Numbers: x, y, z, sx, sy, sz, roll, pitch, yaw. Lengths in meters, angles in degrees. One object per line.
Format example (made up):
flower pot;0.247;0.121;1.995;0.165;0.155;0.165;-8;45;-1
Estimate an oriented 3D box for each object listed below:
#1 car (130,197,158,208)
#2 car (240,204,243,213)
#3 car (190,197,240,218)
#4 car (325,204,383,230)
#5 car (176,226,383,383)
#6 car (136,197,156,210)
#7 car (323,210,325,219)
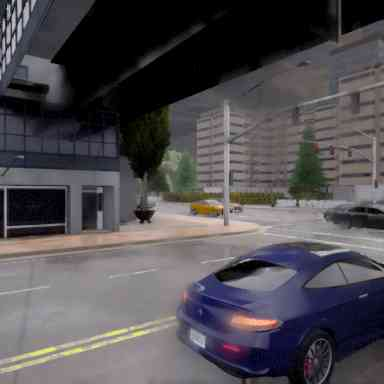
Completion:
car;-7.119;1.490;48.995;2.128;1.511;4.902;0;0;-36
car;3.226;1.351;34.640;2.097;1.767;4.553;0;0;-36
car;1.749;1.477;30.709;1.882;1.535;5.008;0;0;-36
car;10.447;1.503;18.816;1.837;1.490;4.892;0;0;-36
car;1.947;1.526;5.185;4.674;1.442;1.812;0;0;-35
car;-6.762;1.563;42.506;1.994;1.385;4.181;0;0;-36
car;11.891;1.564;24.366;4.181;1.385;1.994;0;0;40
